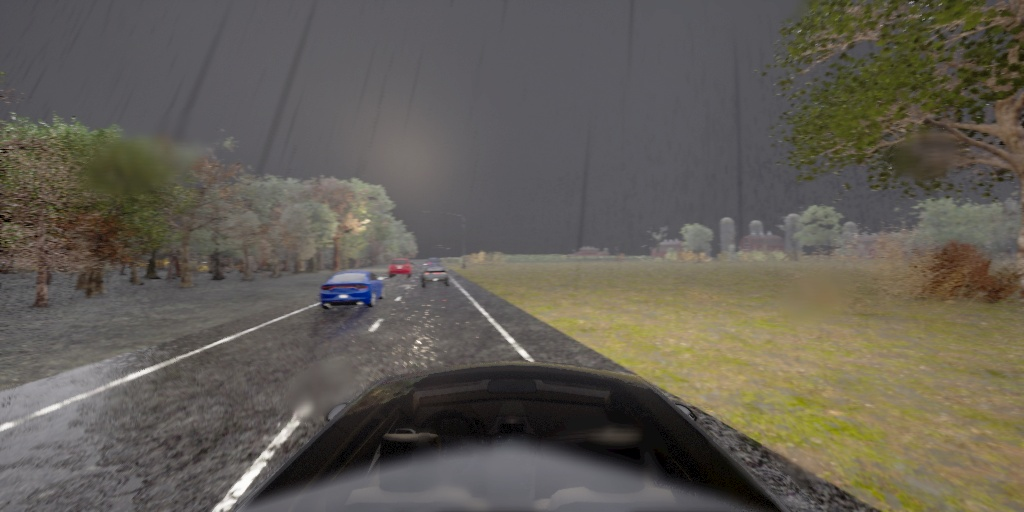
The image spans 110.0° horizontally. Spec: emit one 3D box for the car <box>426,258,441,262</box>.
[{"bbox_3d":[-12.592,1.370,57.695,2.150,2.045,5.566,-1,0,-12],"label":"car"}]

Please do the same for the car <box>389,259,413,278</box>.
[{"bbox_3d":[-12.040,1.305,39.022,2.150,2.045,5.566,-1,0,-12],"label":"car"}]

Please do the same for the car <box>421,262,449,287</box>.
[{"bbox_3d":[-5.736,1.427,26.754,2.128,1.511,4.902,-1,0,-12],"label":"car"}]

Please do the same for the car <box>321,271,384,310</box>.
[{"bbox_3d":[-6.941,1.396,16.009,1.882,1.535,5.008,-1,0,-12],"label":"car"}]
